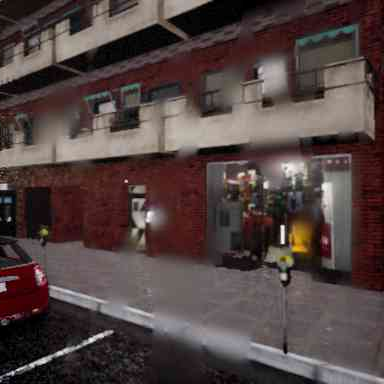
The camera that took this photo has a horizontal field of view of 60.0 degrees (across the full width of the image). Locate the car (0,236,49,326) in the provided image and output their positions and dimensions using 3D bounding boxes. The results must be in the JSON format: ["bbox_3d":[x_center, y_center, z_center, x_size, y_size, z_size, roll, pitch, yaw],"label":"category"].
[{"bbox_3d":[-4.469,1.466,6.065,4.097,1.590,1.967,0,0,35],"label":"car"}]
